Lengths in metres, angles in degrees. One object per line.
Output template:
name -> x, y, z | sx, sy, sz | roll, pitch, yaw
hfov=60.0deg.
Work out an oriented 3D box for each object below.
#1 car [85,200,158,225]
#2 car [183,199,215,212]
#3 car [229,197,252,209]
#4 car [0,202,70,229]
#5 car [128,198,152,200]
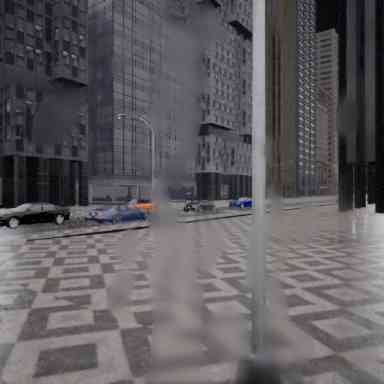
car -> -5.035, 1.521, 23.979 | 2.033, 1.411, 5.357 | 0, 0, 36
car -> 0.864, 1.519, 37.453 | 1.994, 1.385, 4.181 | 0, 0, 36
car -> 6.884, 1.419, 45.601 | 1.882, 1.535, 5.008 | 0, 0, 38
car -> -10.527, 1.458, 21.890 | 1.882, 1.535, 5.008 | 0, 0, 36
car -> -5.036, 1.320, 29.392 | 2.097, 1.767, 4.553 | 0, 0, 36
